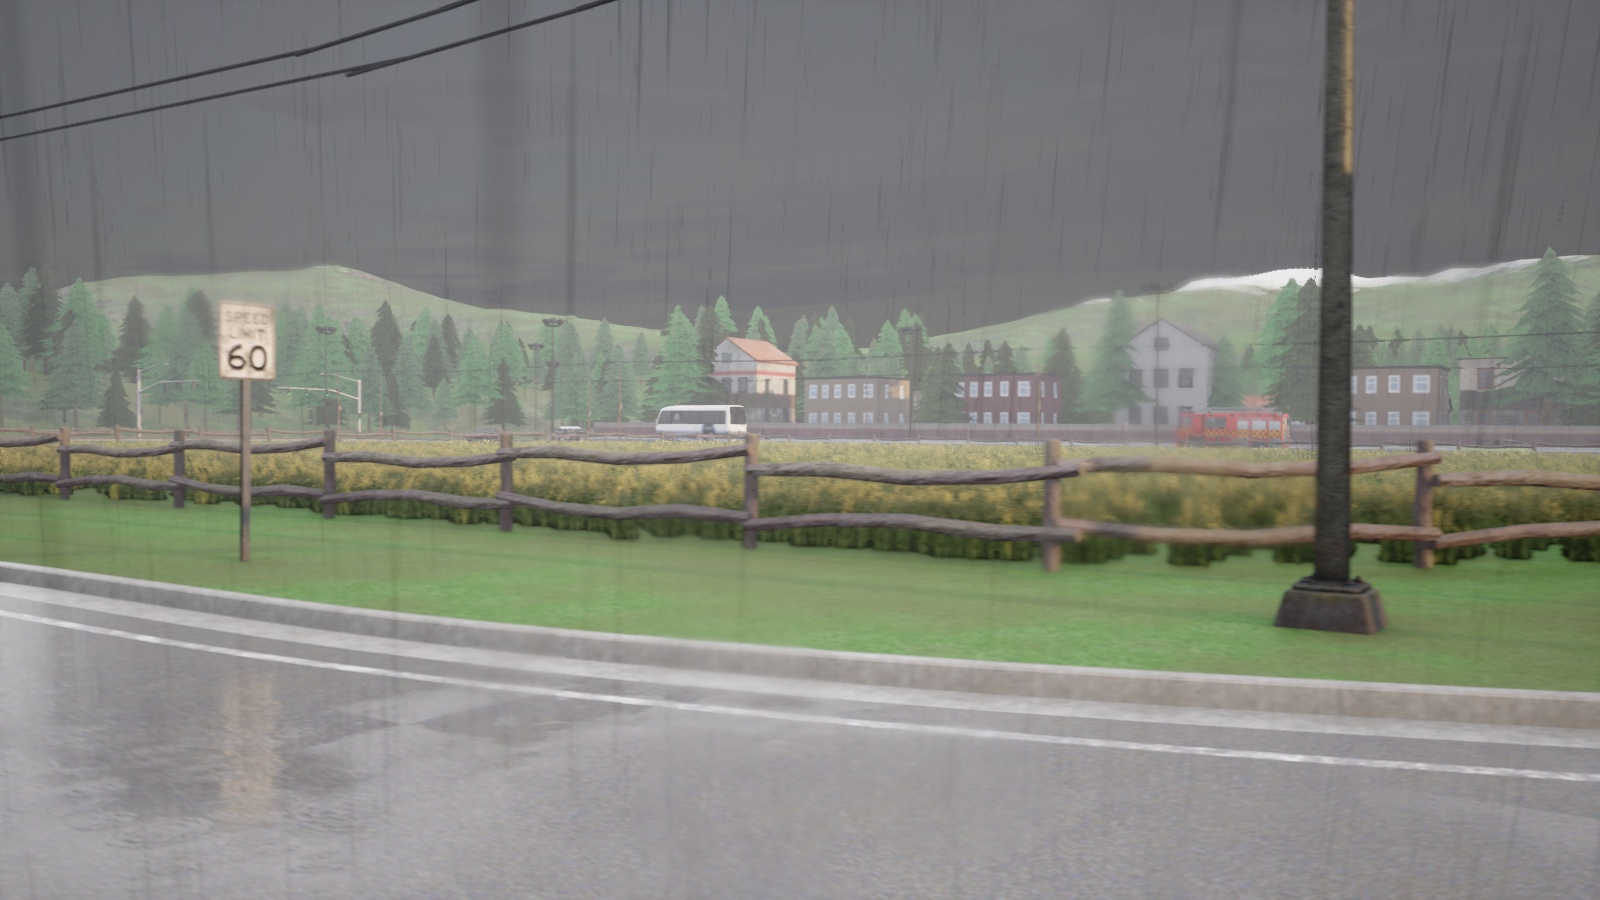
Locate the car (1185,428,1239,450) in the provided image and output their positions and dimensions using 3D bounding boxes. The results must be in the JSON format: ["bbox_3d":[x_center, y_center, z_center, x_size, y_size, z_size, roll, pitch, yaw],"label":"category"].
[{"bbox_3d":[30.208,-0.819,91.995,3.705,1.549,1.789,0,1,20],"label":"car"}]

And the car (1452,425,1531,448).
[{"bbox_3d":[46.440,-0.894,84.356,4.514,1.525,2.007,0,1,34],"label":"car"}]
